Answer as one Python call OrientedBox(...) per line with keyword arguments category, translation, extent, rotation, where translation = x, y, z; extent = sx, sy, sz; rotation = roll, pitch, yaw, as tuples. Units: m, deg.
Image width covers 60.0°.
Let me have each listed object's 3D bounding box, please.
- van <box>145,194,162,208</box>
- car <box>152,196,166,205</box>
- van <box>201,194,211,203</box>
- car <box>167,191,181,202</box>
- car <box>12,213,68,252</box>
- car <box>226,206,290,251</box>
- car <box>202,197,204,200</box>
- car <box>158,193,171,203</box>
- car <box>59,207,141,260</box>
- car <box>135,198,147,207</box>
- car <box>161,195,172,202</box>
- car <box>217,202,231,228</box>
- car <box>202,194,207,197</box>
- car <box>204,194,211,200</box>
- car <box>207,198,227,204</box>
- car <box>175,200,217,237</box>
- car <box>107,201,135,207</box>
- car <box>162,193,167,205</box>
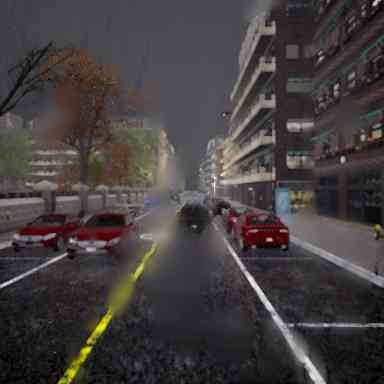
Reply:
OrientedBox(category="van", translation=(-5.696, 1.248, 46.961), extent=(1.690, 1.788, 3.998), rotation=(0, 0, 0))
OrientedBox(category="car", translation=(-5.695, 1.439, 58.032), extent=(2.008, 1.369, 4.403), rotation=(0, 0, 0))
OrientedBox(category="van", translation=(2.684, 1.220, 63.568), extent=(1.690, 1.788, 3.998), rotation=(0, 0, 0))
OrientedBox(category="car", translation=(-3.002, 0.839, 53.683), extent=(2.150, 2.045, 5.566), rotation=(0, 0, 0))
OrientedBox(category="car", translation=(-5.694, 1.552, 13.751), extent=(1.802, 1.307, 4.206), rotation=(0, 0, 0))
OrientedBox(category="car", translation=(2.686, 1.515, 13.752), extent=(1.887, 1.381, 4.507), rotation=(0, 0, 0))
OrientedBox(category="car", translation=(0.099, 1.525, 37.506), extent=(1.895, 1.301, 4.718), rotation=(0, 0, 0))
OrientedBox(category="car", translation=(-5.697, 1.185, 69.103), extent=(2.192, 1.841, 5.009), rotation=(0, 0, 0))
OrientedBox(category="car", translation=(-3.091, 1.498, 12.481), extent=(1.812, 1.442, 4.674), rotation=(0, 0, 0))
OrientedBox(category="car", translation=(-5.695, 1.488, 30.357), extent=(2.008, 1.369, 4.403), rotation=(0, 0, 0))
OrientedBox(category="car", translation=(-5.695, 1.427, 74.638), extent=(1.947, 1.339, 4.313), rotation=(0, 0, 0))
OrientedBox(category="car", translation=(2.686, 1.503, 19.287), extent=(1.887, 1.381, 4.507), rotation=(0, 0, 0))
OrientedBox(category="car", translation=(2.685, 1.454, 58.033), extent=(1.947, 1.339, 4.313), rotation=(0, 0, 0))
OrientedBox(category="car", translation=(2.685, 1.367, 35.892), extent=(1.967, 1.590, 4.097), rotation=(0, 0, 0))
OrientedBox(category="car", translation=(2.686, 1.503, 30.358), extent=(1.947, 1.339, 4.313), rotation=(0, 0, 0))
OrientedBox(category="car", translation=(0.097, 1.439, 17.807), extent=(1.882, 1.535, 5.008), rotation=(0, 0, 0))
OrientedBox(category="car", translation=(-5.695, 1.473, 24.651), extent=(1.752, 1.417, 4.829), rotation=(0, 0, 0))
OrientedBox(category="car", translation=(-5.697, 1.213, 52.497), extent=(2.192, 1.841, 5.009), rotation=(0, 0, 0))
